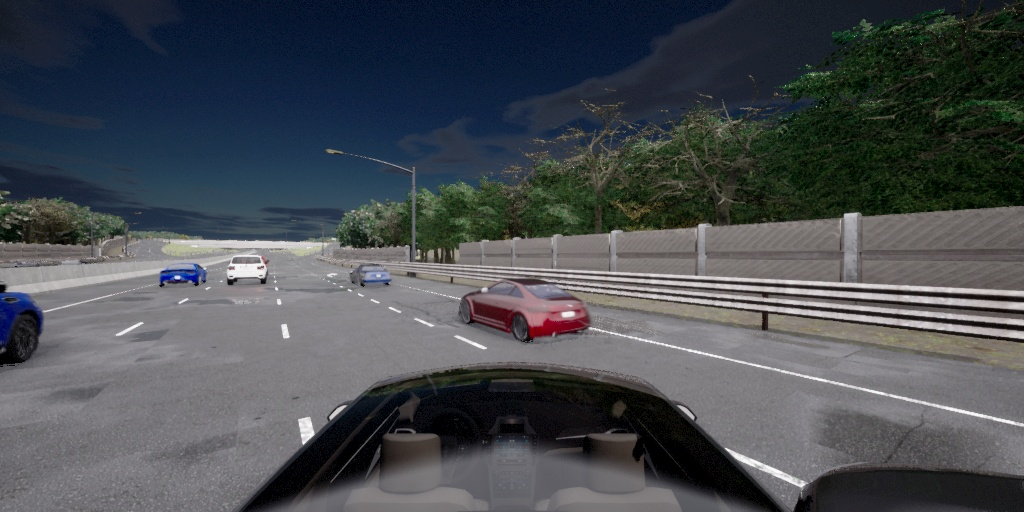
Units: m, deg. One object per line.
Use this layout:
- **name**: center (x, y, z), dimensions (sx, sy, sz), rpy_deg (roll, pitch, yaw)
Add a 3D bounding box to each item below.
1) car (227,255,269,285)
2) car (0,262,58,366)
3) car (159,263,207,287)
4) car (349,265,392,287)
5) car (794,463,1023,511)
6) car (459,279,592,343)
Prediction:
- **car**: center (-19.278, 0.957, 26.233), dimensions (2.150, 2.045, 5.566), rpy_deg (0, 0, -34)
- **car**: center (-8.921, 0.971, 4.619), dimensions (2.150, 2.045, 5.566), rpy_deg (0, 0, -34)
- **car**: center (-22.344, 1.212, 24.522), dimensions (1.882, 1.535, 5.008), rpy_deg (0, 0, -34)
- **car**: center (-9.842, 1.289, 24.728), dimensions (2.033, 1.411, 5.357), rpy_deg (0, 0, -34)
- **car**: center (2.985, 1.315, 0.487), dimensions (4.181, 1.385, 1.994), rpy_deg (0, 0, 34)
- **car**: center (0.171, 1.313, 9.916), dimensions (1.994, 1.385, 4.181), rpy_deg (0, 0, -34)
